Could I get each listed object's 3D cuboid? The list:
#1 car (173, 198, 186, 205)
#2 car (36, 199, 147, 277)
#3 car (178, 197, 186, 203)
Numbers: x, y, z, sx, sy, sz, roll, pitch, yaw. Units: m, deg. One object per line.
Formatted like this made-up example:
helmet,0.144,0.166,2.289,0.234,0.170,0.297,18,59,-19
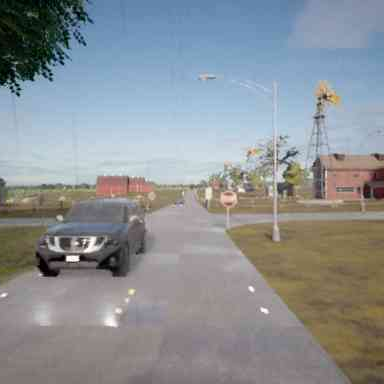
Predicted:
car,-2.717,1.959,67.760,2.033,1.411,5.357,0,-1,0
car,-2.806,1.245,10.644,2.150,2.045,5.566,0,0,0
car,-2.706,2.226,89.217,1.882,1.535,5.008,0,-1,0
